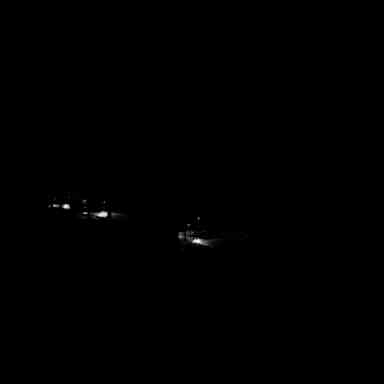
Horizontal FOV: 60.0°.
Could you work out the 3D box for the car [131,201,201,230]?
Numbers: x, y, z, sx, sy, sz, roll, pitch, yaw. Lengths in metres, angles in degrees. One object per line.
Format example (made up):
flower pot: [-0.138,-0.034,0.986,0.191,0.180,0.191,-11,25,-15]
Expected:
car: [-1.670,1.228,18.925,2.033,1.411,5.357,0,1,-35]

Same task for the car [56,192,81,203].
car: [-17.567,0.689,47.215,2.033,1.411,5.357,0,1,-34]

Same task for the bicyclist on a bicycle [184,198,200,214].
bicyclist on a bicycle: [0.010,1.053,27.013,1.656,1.620,0.582,-1,1,-35]

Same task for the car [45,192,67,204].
car: [-16.655,0.732,40.739,1.837,1.490,4.892,0,1,-34]

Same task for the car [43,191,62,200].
car: [-23.420,0.568,55.748,1.895,1.301,4.718,0,1,-35]

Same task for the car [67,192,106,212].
car: [-9.515,0.793,30.319,2.097,1.767,4.553,0,1,-35]
